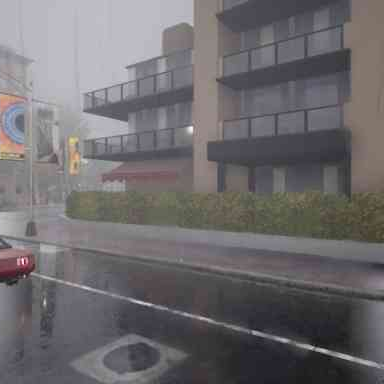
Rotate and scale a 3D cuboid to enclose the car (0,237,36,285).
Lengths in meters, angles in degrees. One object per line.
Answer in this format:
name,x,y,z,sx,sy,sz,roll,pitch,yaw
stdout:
car,-5.991,1.600,8.255,4.718,1.301,1.895,0,0,35
